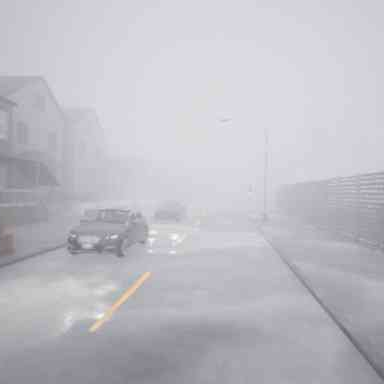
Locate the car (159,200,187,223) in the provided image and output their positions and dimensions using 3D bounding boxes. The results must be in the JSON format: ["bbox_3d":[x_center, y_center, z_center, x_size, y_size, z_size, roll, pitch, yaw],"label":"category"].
[{"bbox_3d":[-1.568,1.397,25.343,1.882,1.535,5.008,2,0,6],"label":"car"}]

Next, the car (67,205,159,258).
[{"bbox_3d":[-2.927,1.389,12.574,2.128,1.511,4.902,2,0,6],"label":"car"}]
